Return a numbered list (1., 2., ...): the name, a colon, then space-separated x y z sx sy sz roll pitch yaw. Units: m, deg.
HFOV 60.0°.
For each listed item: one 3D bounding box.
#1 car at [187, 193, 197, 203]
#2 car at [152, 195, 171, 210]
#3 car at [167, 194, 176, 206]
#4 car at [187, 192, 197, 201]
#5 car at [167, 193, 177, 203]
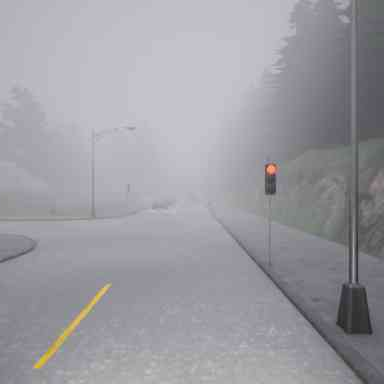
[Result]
1. car: -0.009 1.377 68.312 2.097 1.767 4.553 0 0 0
2. car: -4.090 1.542 43.502 1.812 1.442 4.674 0 0 0
3. car: -4.097 1.497 53.793 1.882 1.535 5.008 0 0 0
4. car: -0.010 1.137 78.408 2.150 2.045 5.566 0 0 0
5. car: -4.049 1.244 64.472 2.150 2.045 5.566 0 0 0
